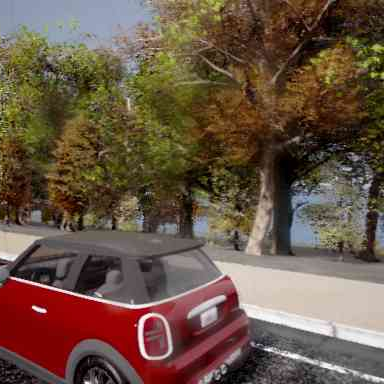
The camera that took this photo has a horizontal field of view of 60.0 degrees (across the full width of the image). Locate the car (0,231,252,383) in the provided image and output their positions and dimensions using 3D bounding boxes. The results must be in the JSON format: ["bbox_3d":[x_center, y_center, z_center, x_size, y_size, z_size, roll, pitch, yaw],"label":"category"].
[{"bbox_3d":[-1.546,1.360,4.787,4.553,1.767,2.097,0,0,35],"label":"car"}]
